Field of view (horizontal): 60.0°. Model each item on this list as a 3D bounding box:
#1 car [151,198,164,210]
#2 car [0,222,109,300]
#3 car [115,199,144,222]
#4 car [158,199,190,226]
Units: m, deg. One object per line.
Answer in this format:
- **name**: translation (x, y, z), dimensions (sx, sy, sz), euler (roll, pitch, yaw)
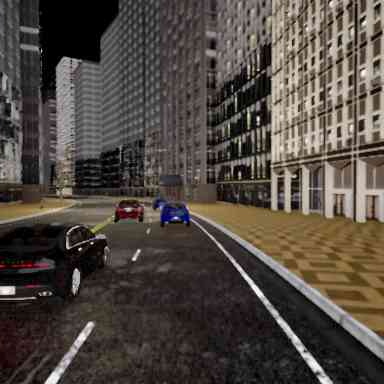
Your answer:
- **car**: translation (-4.035, 1.522, 41.986), dimensions (1.812, 1.442, 4.674), euler (0, 0, -11)
- **car**: translation (-3.405, 1.511, 8.360), dimensions (1.837, 1.490, 4.892), euler (0, 0, -2)
- **car**: translation (-4.917, 1.362, 26.629), dimensions (2.097, 1.767, 4.553), euler (0, 0, -7)
- **car**: translation (-1.245, 1.474, 23.247), dimensions (1.882, 1.535, 5.008), euler (0, 0, -6)
